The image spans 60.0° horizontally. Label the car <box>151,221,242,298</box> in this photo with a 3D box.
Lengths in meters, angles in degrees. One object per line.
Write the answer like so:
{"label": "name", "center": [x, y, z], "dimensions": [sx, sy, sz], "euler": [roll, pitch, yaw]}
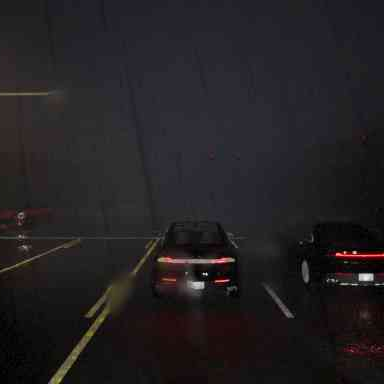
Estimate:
{"label": "car", "center": [0.097, 1.492, 8.498], "dimensions": [2.128, 1.511, 4.902], "euler": [0, 0, 0]}

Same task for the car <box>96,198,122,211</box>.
{"label": "car", "center": [-10.492, 1.525, 41.850], "dimensions": [1.812, 1.442, 4.674], "euler": [0, 0, 0]}

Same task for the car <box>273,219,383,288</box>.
{"label": "car", "center": [3.602, 1.505, 9.261], "dimensions": [1.837, 1.490, 4.892], "euler": [0, 0, 1]}

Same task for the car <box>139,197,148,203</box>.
{"label": "car", "center": [-10.324, 1.597, 68.569], "dimensions": [1.895, 1.301, 4.718], "euler": [0, 0, 0]}

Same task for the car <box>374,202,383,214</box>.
{"label": "car", "center": [18.114, 1.061, 28.293], "dimensions": [4.902, 1.511, 2.128], "euler": [-5, 0, 0]}

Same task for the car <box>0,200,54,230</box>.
{"label": "car", "center": [-10.548, 1.352, 20.909], "dimensions": [2.097, 1.767, 4.553], "euler": [0, 0, 0]}

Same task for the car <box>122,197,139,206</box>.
{"label": "car", "center": [-10.449, 1.561, 54.691], "dimensions": [1.994, 1.385, 4.181], "euler": [0, 0, 1]}

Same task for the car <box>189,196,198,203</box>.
{"label": "car", "center": [0.270, 1.491, 66.878], "dimensions": [2.128, 1.511, 4.902], "euler": [0, 0, 0]}
